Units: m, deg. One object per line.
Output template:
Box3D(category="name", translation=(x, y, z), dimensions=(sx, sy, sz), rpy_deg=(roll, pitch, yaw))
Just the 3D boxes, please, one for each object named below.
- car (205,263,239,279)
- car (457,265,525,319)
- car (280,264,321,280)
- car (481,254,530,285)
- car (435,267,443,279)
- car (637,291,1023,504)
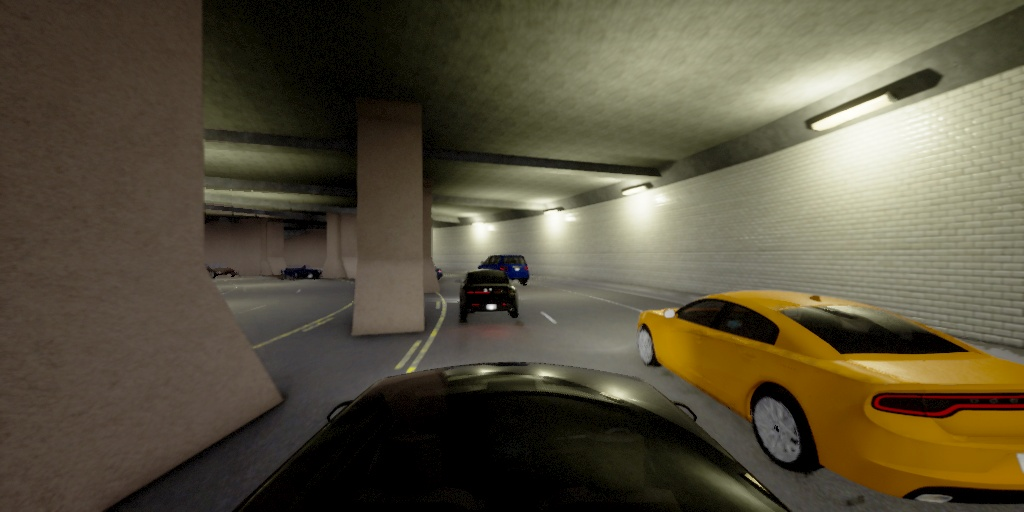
Box3D(category="car", translation=(-28.149, 1.372, 33.810), dimensions=(5.357, 1.411, 2.033), rpy_deg=(0, 0, 26))
Box3D(category="car", translation=(-0.954, 1.233, 12.856), dimensions=(1.837, 1.490, 4.892), rpy_deg=(0, 0, -8))
Box3D(category="car", translation=(-18.574, 1.379, 31.514), dimensions=(4.718, 1.301, 1.895), rpy_deg=(0, 0, 41))
Box3D(category="car", translation=(-0.741, 0.921, 24.651), dimensions=(2.150, 2.045, 5.566), rpy_deg=(0, 0, -23))
Box3D(category="car", translation=(-7.581, 1.271, 29.871), dimensions=(2.033, 1.411, 5.357), rpy_deg=(0, 0, -35))
Box3D(category="car", translation=(3.357, 1.202, 4.833), dimensions=(1.882, 1.535, 5.008), rpy_deg=(0, 0, -2))
